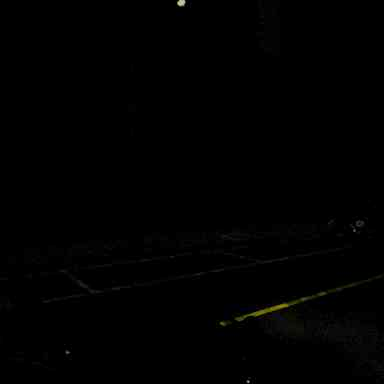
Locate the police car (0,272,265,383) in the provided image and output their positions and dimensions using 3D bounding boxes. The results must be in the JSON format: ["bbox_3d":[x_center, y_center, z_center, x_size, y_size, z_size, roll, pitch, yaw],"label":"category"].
[{"bbox_3d":[-1.615,1.425,2.281,5.238,1.638,1.930,0,0,-36],"label":"police car"}]

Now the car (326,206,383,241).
[{"bbox_3d":[8.456,1.435,16.440,4.097,1.590,1.967,0,-1,-35],"label":"car"}]
